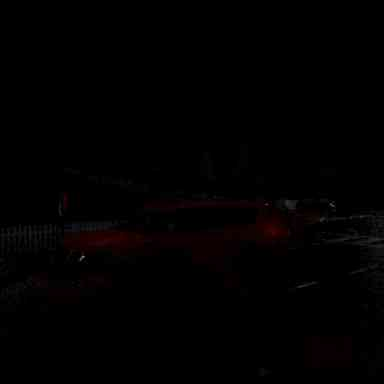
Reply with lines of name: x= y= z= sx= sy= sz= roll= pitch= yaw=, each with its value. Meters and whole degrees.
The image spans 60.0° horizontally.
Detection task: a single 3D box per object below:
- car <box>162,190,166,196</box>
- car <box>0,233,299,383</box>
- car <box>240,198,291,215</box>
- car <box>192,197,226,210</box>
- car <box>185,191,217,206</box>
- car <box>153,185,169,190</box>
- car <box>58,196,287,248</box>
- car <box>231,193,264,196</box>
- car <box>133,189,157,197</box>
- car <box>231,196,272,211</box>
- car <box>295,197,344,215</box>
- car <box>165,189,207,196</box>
car: x=-3.851 y=0.933 z=49.145 sx=1.895 sy=1.301 sz=4.718 roll=0 pitch=4 yaw=-37
car: x=-1.089 y=1.476 z=3.194 sx=5.008 sy=1.535 sz=1.882 roll=0 pitch=0 yaw=-35
car: x=7.436 y=1.421 z=34.251 sx=2.128 sy=1.511 sz=4.902 roll=0 pitch=0 yaw=-37
car: x=2.055 y=1.389 z=41.336 sx=1.994 sy=1.385 sz=4.181 roll=0 pitch=2 yaw=-38
car: x=1.236 y=0.916 z=48.218 sx=2.097 sy=1.767 sz=4.553 roll=0 pitch=3 yaw=-37
car: x=-5.118 y=-0.041 z=56.710 sx=2.150 sy=2.045 sz=5.566 roll=0 pitch=6 yaw=-36
car: x=-0.365 y=1.213 z=7.996 sx=5.566 sy=2.045 sz=2.150 roll=0 pitch=0 yaw=-35
car: x=5.717 y=1.163 z=30.725 sx=2.150 sy=2.045 sz=5.566 roll=0 pitch=0 yaw=-37
car: x=-6.684 y=0.840 z=47.095 sx=1.837 sy=1.490 sz=4.892 roll=0 pitch=4 yaw=-37
car: x=7.119 y=1.376 z=40.452 sx=1.882 sy=1.535 sz=5.008 roll=0 pitch=1 yaw=-37
car: x=12.653 y=1.276 z=33.174 sx=2.097 sy=1.767 sz=4.553 roll=0 pitch=0 yaw=-37
car: x=-0.402 y=1.070 z=38.778 sx=2.150 sy=2.045 sz=5.566 roll=0 pitch=2 yaw=-37
